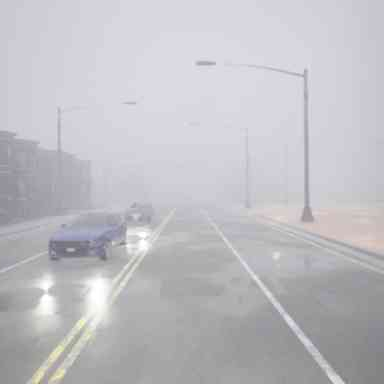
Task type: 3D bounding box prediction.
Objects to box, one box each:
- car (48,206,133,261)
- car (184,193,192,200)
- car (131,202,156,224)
[{"bbox_3d":[-3.738,1.519,12.707,1.882,1.535,5.008,-1,0,-1],"label":"car"},{"bbox_3d":[-1.100,0.962,86.205,2.097,1.767,4.553,-1,5,-1],"label":"car"},{"bbox_3d":[-3.887,1.535,25.407,2.128,1.511,4.902,-1,0,0],"label":"car"}]
